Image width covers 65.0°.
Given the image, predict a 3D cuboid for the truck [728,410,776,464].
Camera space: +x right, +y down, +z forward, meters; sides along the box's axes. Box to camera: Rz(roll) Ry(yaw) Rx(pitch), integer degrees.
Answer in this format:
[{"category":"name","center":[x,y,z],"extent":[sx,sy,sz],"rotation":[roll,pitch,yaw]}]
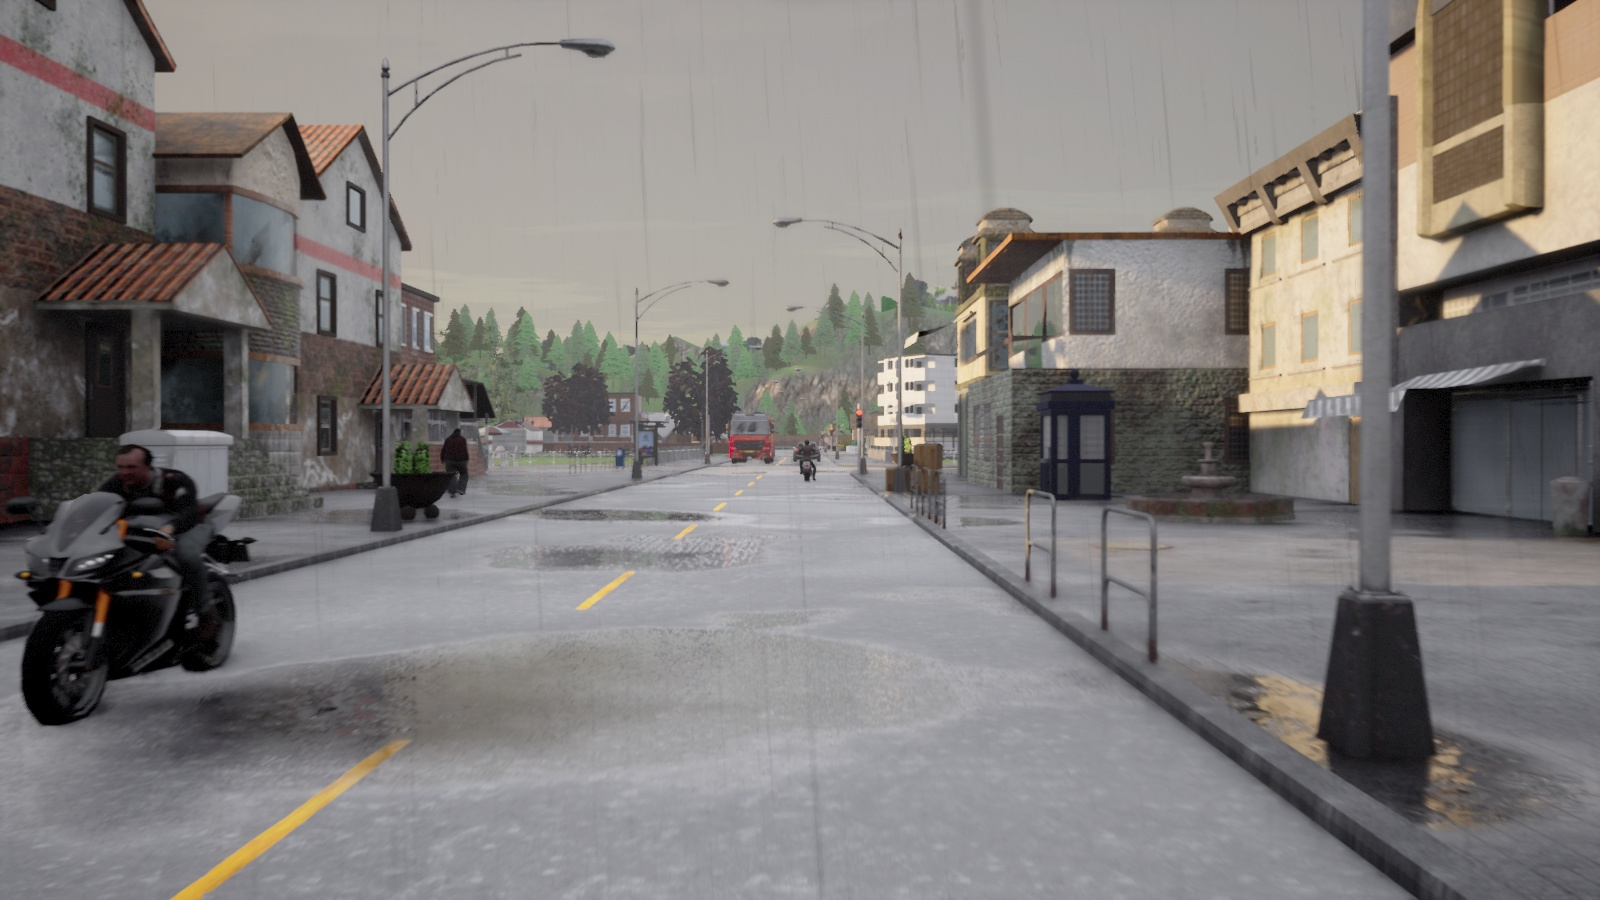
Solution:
[{"category":"truck","center":[-3.442,-0.939,91.992],"extent":[2.891,3.827,8.468],"rotation":[0,0,2]}]

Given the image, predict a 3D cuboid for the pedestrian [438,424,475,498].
[{"category":"pedestrian","center":[-8.681,0.268,31.747],"extent":[0.634,1.844,0.899],"rotation":[0,0,5]}]

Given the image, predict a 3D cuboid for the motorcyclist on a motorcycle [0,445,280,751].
[{"category":"motorcyclist on a motorcycle","center":[-3.947,0.737,7.379],"extent":[0.866,1.530,2.191],"rotation":[0,0,0]}]

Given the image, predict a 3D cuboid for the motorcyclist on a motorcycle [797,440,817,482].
[{"category":"motorcyclist on a motorcycle","center":[0.282,0.418,49.529],"extent":[0.766,1.649,2.350],"rotation":[0,0,1]}]
